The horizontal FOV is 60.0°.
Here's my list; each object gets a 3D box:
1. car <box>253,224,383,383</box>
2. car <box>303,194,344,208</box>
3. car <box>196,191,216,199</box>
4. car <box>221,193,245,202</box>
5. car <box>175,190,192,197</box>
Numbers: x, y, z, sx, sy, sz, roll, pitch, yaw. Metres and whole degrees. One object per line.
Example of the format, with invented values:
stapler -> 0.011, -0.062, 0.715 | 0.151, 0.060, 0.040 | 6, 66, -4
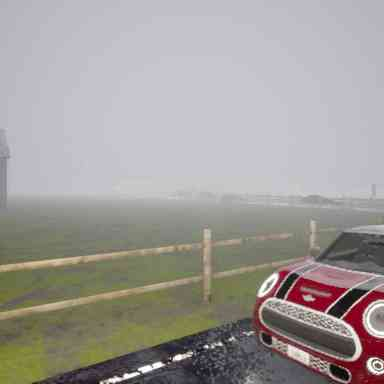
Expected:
car -> 3.097, 1.352, 5.287 | 4.553, 1.767, 2.097 | 0, 0, -36
car -> 15.971, 1.055, 40.633 | 1.882, 1.535, 5.008 | 0, 1, -35
car -> 2.729, 0.597, 65.443 | 1.837, 1.490, 4.892 | 0, 1, -35
car -> 6.593, 0.850, 53.793 | 1.994, 1.385, 4.181 | 0, 1, -35
car -> -1.836, 0.362, 71.785 | 1.837, 1.490, 4.892 | 0, 1, -36
